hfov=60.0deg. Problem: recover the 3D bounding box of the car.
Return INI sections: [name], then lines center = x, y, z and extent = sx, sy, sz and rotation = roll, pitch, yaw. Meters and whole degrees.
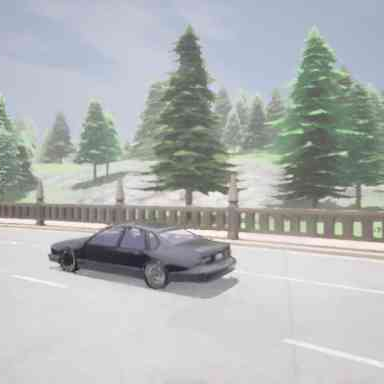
[car]
center = -1.510, 1.525, 8.955
extent = 5.357, 1.411, 2.033
rotation = 0, 0, 32
